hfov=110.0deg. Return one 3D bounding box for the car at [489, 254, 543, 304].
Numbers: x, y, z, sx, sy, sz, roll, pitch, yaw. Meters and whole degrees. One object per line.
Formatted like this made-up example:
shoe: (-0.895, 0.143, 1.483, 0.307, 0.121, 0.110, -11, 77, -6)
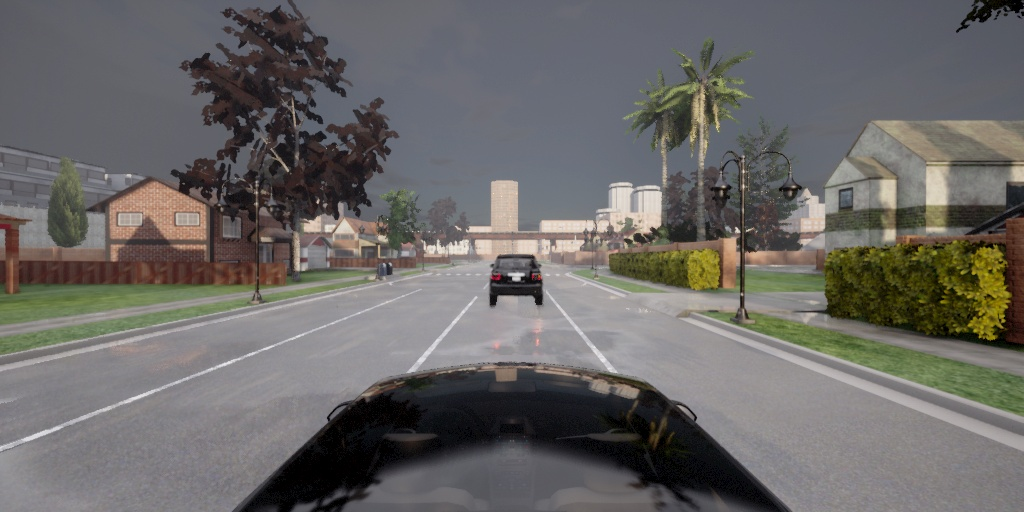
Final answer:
car: (0.178, 0.936, 16.215, 2.150, 2.045, 5.566, 0, 0, 0)
